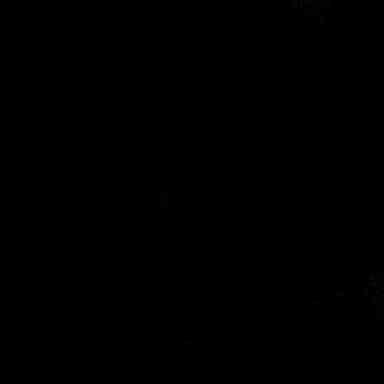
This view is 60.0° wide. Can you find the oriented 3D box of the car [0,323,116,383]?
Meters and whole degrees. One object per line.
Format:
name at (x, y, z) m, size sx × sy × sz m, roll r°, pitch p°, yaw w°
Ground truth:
car at (-2.890, 1.529, 1.314) m, size 5.357 × 1.411 × 2.033 m, roll 1°, pitch 0°, yaw -35°
